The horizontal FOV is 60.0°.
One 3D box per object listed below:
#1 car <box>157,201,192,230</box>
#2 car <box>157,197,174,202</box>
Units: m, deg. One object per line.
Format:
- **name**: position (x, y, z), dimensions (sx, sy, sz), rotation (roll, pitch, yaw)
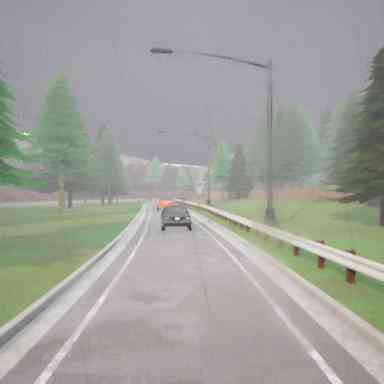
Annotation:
- **car**: position (-1.063, 1.551, 21.164), dimensions (2.033, 1.411, 5.357), rotation (0, 0, -5)
- **car**: position (-3.309, 1.361, 41.721), dimensions (2.097, 1.767, 4.553), rotation (0, 0, -7)
